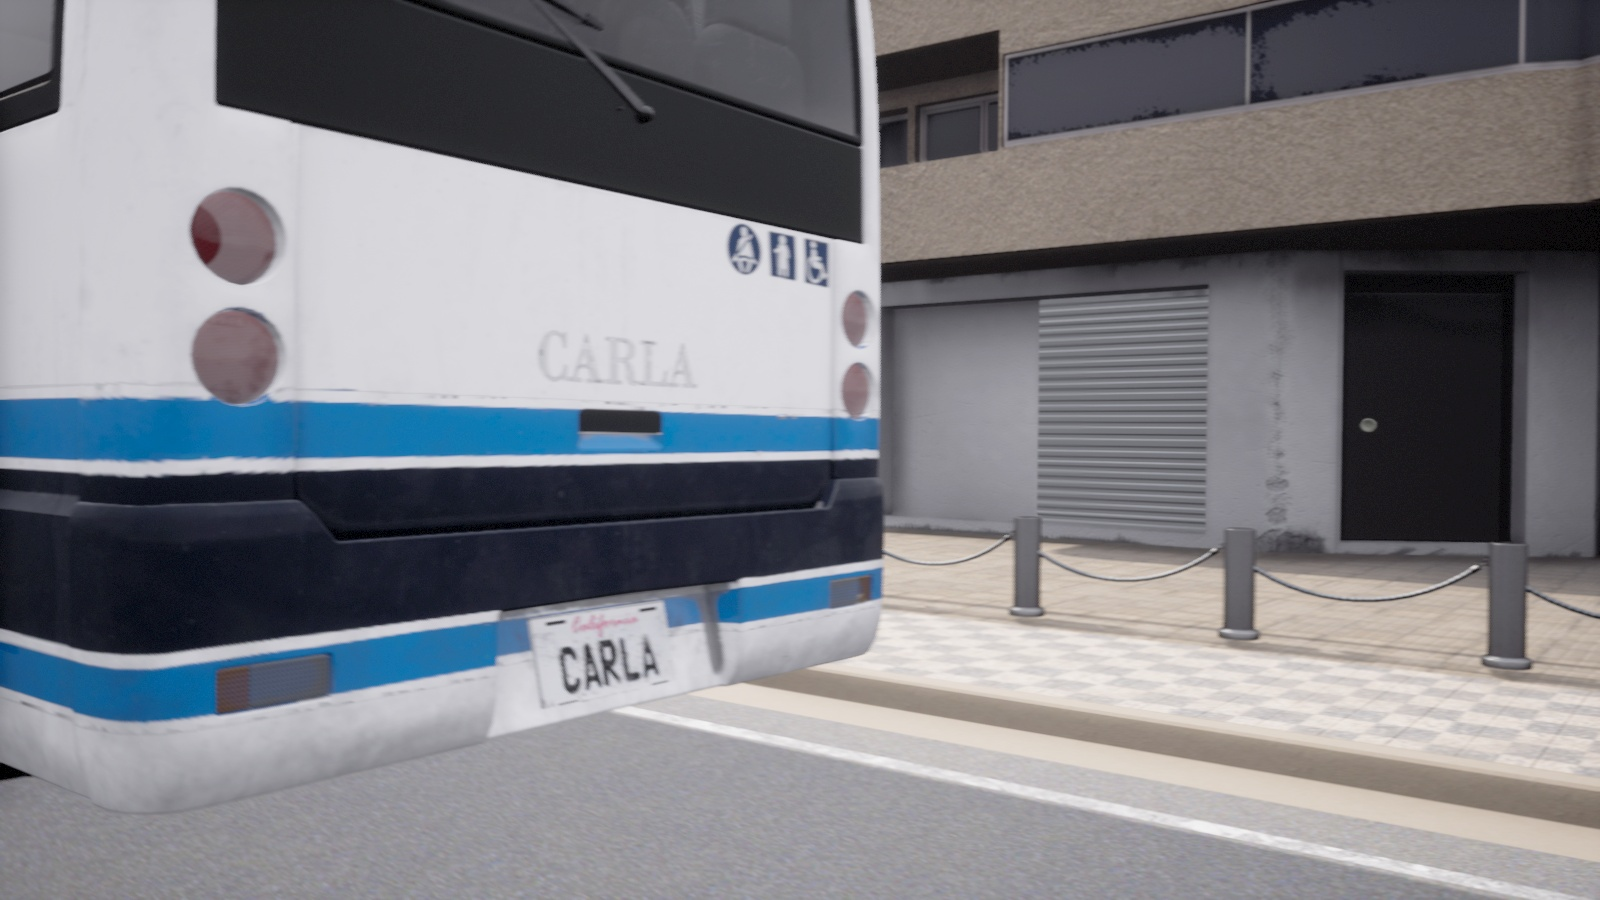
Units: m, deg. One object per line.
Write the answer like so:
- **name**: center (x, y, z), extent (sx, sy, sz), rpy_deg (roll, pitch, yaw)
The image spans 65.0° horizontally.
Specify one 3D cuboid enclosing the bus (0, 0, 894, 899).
- **bus**: center (-4.839, -0.701, 7.483), extent (10.273, 4.253, 3.944), rpy_deg (0, 1, 38)
